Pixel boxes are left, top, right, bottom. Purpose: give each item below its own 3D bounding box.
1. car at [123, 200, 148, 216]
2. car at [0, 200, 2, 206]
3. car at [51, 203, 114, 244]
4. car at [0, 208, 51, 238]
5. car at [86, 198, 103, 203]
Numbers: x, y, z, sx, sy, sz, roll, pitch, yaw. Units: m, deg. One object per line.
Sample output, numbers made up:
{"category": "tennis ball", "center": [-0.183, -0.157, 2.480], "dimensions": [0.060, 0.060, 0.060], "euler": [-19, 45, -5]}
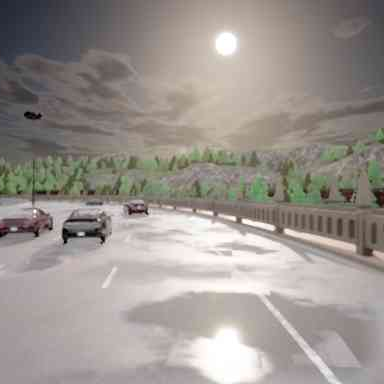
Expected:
{"category": "car", "center": [-5.756, 1.531, 33.810], "dimensions": [2.163, 1.488, 4.792], "euler": [0, 0, -19]}
{"category": "car", "center": [-33.303, 1.666, 56.125], "dimensions": [2.128, 1.511, 4.902], "euler": [0, 0, -36]}
{"category": "car", "center": [-4.921, 1.516, 16.056], "dimensions": [2.128, 1.511, 4.902], "euler": [0, 0, -9]}
{"category": "car", "center": [-8.795, 1.569, 17.895], "dimensions": [1.812, 1.442, 4.674], "euler": [0, 0, -11]}
{"category": "car", "center": [-16.611, 1.645, 56.707], "dimensions": [1.994, 1.385, 4.181], "euler": [0, 0, -32]}
